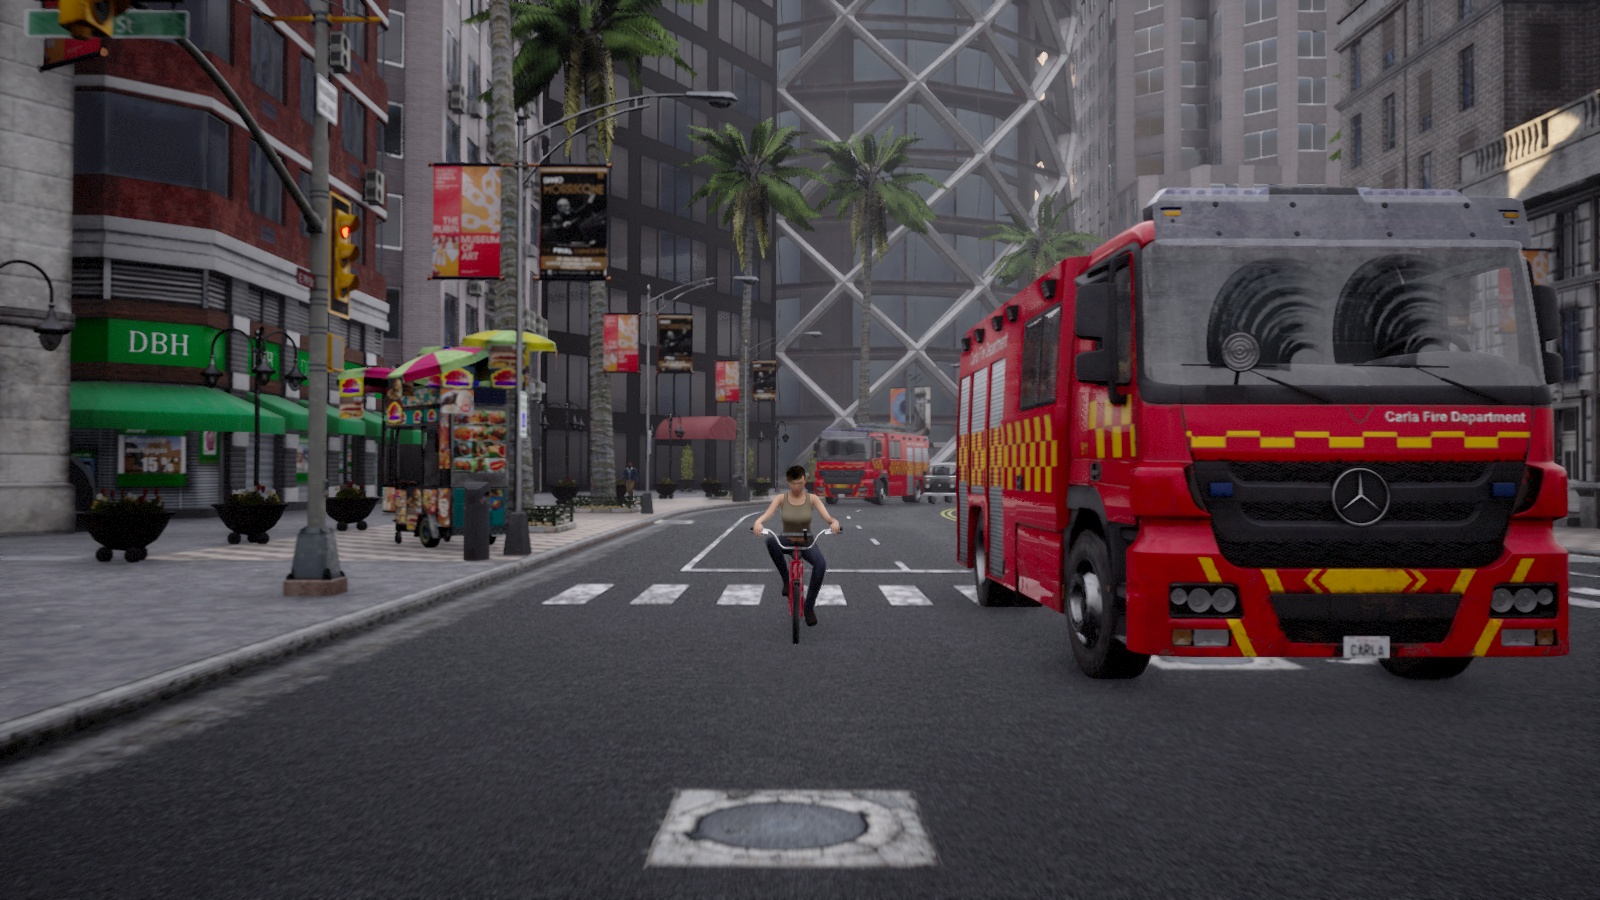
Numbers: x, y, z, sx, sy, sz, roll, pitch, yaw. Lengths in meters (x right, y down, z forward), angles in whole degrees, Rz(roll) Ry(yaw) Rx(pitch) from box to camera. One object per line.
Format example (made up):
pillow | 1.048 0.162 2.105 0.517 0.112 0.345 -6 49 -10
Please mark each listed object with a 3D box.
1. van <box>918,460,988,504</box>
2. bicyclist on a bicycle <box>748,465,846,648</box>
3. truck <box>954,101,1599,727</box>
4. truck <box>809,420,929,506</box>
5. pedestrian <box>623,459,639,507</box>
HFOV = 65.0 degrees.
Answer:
van | 7.425 1.525 60.699 2.069 2.038 4.480 -1 -1 25
bicyclist on a bicycle | -0.025 0.950 11.846 0.866 1.612 1.509 0 -1 0
truck | 3.524 -0.165 11.939 2.891 3.827 8.468 0 -1 -1
truck | 3.491 0.648 60.457 2.891 3.827 8.468 -1 -1 24
pedestrian | -6.952 1.363 51.577 0.423 1.949 0.788 0 -1 10
